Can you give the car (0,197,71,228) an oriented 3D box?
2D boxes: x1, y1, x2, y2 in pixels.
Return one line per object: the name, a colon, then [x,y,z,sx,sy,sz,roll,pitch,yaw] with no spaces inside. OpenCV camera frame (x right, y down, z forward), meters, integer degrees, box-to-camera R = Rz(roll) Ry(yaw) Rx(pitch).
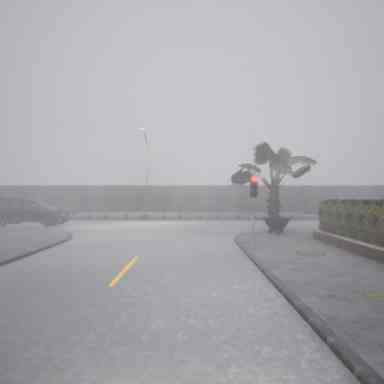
car: [-11.741,1.439,24.070,5.566,2.045,2.150,1,-1,0]
